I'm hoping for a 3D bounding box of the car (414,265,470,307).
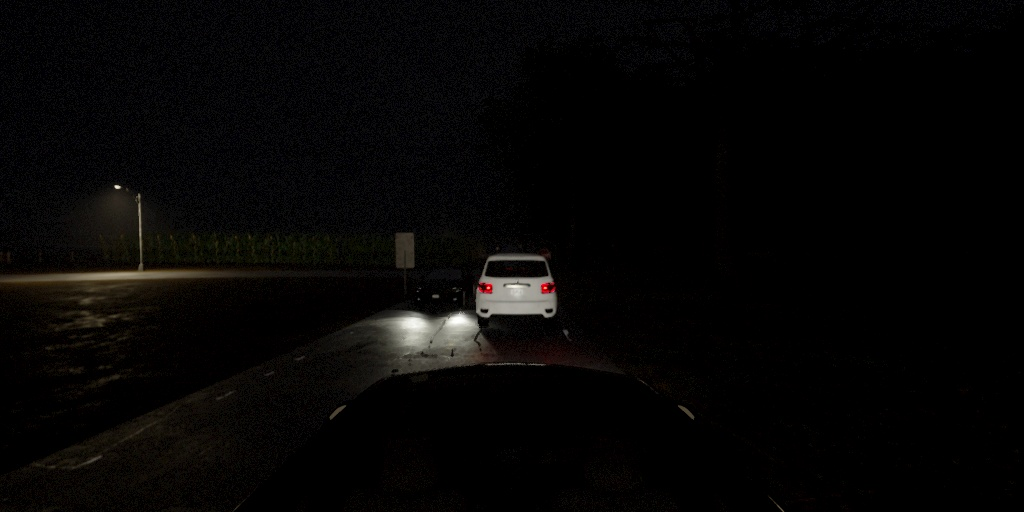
[{"bbox_3d":[-2.717,1.173,15.279,1.882,1.535,5.008,0,0,0],"label":"car"}]

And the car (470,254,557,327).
[{"bbox_3d":[0.123,0.938,11.501,2.150,2.045,5.566,0,1,0],"label":"car"}]
